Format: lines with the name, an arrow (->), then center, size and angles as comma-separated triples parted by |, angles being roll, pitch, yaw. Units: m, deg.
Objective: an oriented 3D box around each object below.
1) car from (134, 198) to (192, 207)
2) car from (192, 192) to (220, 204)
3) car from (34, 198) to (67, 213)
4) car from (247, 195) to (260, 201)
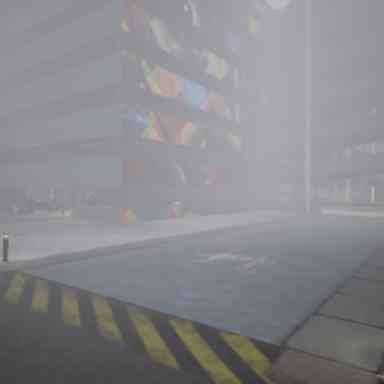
car -> -2.752, 1.321, 30.687 | 4.674, 1.452, 2.002 | 0, 0, 36
car -> 2.472, 1.071, 59.092 | 5.566, 2.045, 2.435 | 0, 0, 36
car -> -15.020, 1.350, 34.592 | 4.786, 1.482, 2.161 | 0, 0, 36
car -> 17.026, 1.617, 91.691 | 4.892, 1.521, 2.231 | 0, 0, 36
